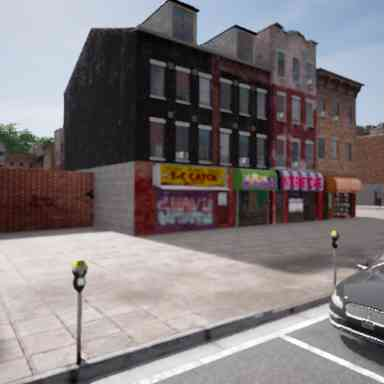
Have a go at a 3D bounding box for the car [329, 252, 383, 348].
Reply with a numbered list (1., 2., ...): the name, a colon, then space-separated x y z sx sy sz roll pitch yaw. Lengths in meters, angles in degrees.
1. car: 4.152 1.567 5.746 4.403 1.369 2.008 0 0 -35
